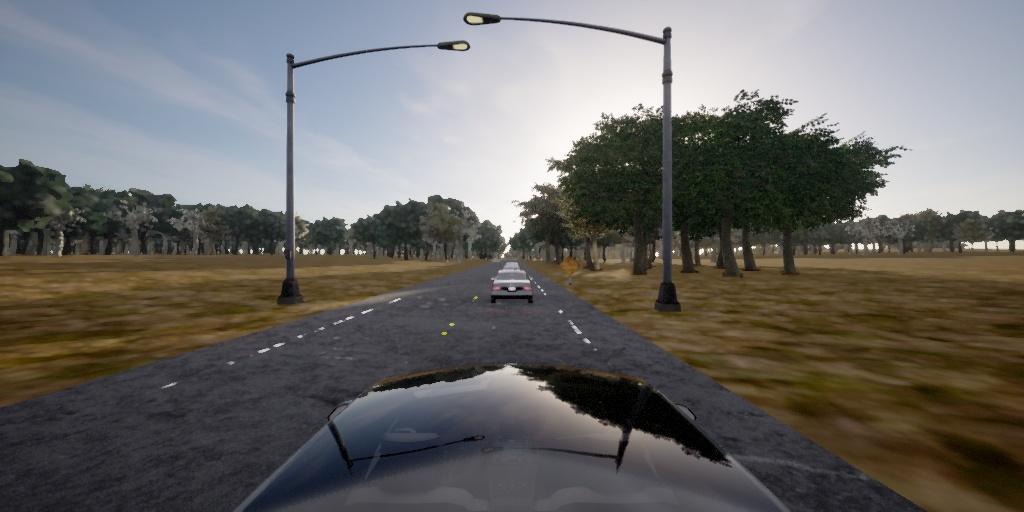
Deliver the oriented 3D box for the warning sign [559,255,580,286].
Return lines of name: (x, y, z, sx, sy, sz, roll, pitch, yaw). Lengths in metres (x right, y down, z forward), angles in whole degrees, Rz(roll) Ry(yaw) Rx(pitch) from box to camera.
warning sign: (3.550, 0.879, 21.801, 1.300, 1.860, 1.060, 0, 0, 0)

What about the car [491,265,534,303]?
car: (0.000, 1.325, 16.514, 2.033, 1.411, 5.357, 0, 0, 0)

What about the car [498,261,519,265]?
car: (-0.001, 1.301, 31.530, 1.812, 1.442, 4.674, 0, 0, 0)
